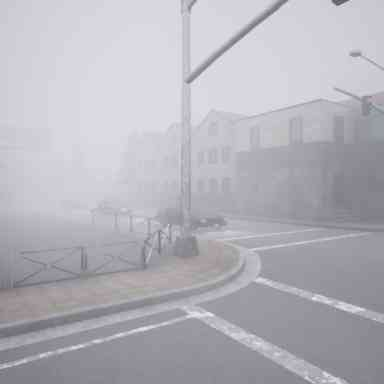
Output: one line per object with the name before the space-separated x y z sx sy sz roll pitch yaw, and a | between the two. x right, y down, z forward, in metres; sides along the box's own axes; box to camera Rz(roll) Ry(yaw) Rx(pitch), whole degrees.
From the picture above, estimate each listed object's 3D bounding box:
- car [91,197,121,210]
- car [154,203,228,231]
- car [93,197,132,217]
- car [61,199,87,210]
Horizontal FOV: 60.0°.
car | -10.516 1.328 40.428 1.837 1.490 4.892 0 0 -35
car | -0.249 1.371 19.550 2.033 1.411 5.357 0 0 -35
car | -6.852 1.315 28.876 2.128 1.511 4.902 0 0 -35
car | -13.762 1.425 38.690 1.895 1.301 4.718 0 0 -35
